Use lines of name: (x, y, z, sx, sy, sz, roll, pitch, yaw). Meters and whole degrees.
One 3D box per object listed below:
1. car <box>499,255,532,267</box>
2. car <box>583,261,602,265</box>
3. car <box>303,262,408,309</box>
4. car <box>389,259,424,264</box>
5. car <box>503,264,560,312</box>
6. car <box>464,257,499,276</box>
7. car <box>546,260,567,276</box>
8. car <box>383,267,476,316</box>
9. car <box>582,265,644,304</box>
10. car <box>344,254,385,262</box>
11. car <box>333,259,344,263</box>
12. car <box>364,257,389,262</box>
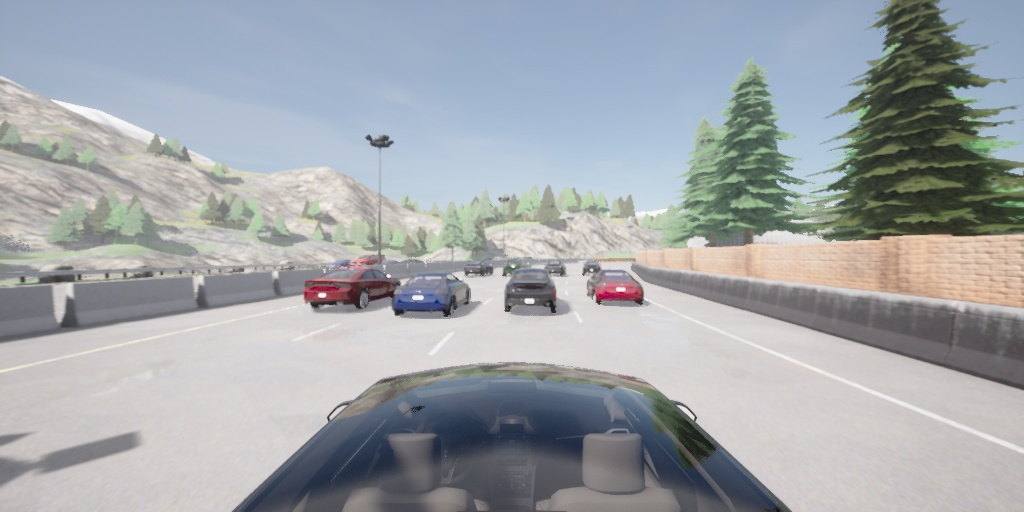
car: (0.568, 0.999, 34.769, 2.097, 1.767, 4.553, 0, 0, 13)
car: (8.349, 1.185, 37.217, 1.812, 1.442, 4.674, 0, 0, 15)
car: (-6.204, 1.171, 14.585, 1.882, 1.535, 5.008, 0, 0, 5)
car: (-12.124, 1.094, 42.604, 1.837, 1.490, 4.892, 0, 0, 15)
car: (0.779, 1.218, 14.136, 1.837, 1.490, 4.892, 0, 0, 5)
car: (-3.106, 1.130, 34.428, 2.128, 1.511, 4.902, 0, 0, 12)
car: (4.329, 1.146, 35.567, 2.128, 1.511, 4.902, 0, 0, 13)
car: (-2.805, 1.270, 13.259, 1.994, 1.385, 4.181, 0, 0, 4)
car: (4.500, 1.280, 16.147, 1.994, 1.385, 4.181, 0, 0, 6)
car: (-18.435, 0.782, 46.186, 2.150, 2.045, 5.566, 0, 0, 15)
car: (-21.839, 1.075, 46.866, 1.812, 1.442, 4.674, 0, 0, 16)
car: (-15.358, 1.122, 44.249, 2.033, 1.411, 5.357, 0, 0, 15)
